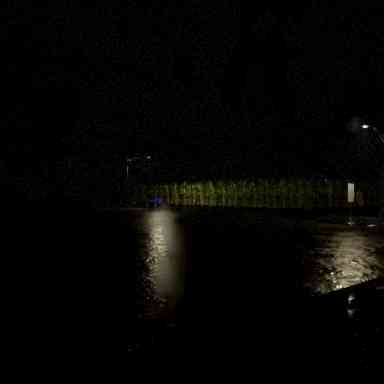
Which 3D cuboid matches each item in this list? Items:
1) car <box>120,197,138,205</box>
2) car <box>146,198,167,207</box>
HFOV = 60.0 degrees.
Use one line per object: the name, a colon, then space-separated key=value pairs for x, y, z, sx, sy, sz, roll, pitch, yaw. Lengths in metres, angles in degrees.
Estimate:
car: x=-11.810 y=1.685 z=62.120 sx=1.837 sy=1.490 sz=4.892 roll=-1 pitch=0 yaw=-36
car: x=-5.730 y=1.665 z=53.926 sx=1.812 sy=1.442 sz=4.674 roll=-1 pitch=0 yaw=-36
